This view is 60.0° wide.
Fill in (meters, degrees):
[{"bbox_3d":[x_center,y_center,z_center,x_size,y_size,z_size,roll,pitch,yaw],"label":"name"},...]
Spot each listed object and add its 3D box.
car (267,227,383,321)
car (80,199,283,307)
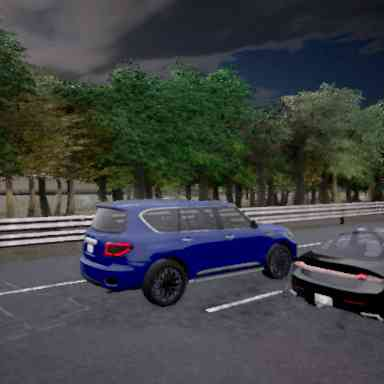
[{"bbox_3d":[4.036,1.458,6.624,4.902,1.511,2.128,0,0,-35],"label":"car"},{"bbox_3d":[0.165,1.199,8.164,5.566,2.045,2.150,0,0,-35],"label":"car"}]
